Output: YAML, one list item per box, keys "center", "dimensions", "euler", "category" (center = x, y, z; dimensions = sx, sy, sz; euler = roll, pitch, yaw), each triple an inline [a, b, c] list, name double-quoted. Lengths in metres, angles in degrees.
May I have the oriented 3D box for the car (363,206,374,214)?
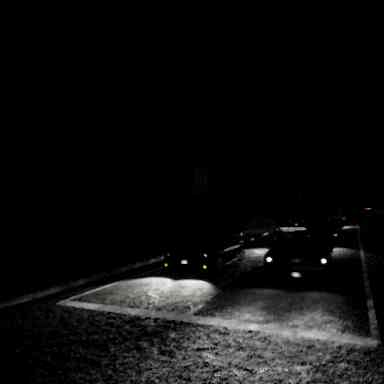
- center: [34.943, 3.494, 65.927]
  dimensions: [2.128, 1.511, 4.902]
  euler: [-3, -3, 28]
  category: "car"

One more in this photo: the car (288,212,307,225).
- center: [11.221, 2.837, 34.476]
  dimensions: [2.033, 1.411, 5.357]
  euler: [-3, -3, 26]
  category: "car"

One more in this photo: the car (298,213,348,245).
- center: [7.947, 2.245, 19.833]
  dimensions: [2.033, 1.411, 5.357]
  euler: [-3, -3, 26]
  category: "car"

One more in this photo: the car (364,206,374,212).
- center: [39.907, 3.761, 75.052]
  dimensions: [1.895, 1.301, 4.718]
  euler: [-4, -3, 29]
  category: "car"

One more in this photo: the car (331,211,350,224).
- center: [15.043, 2.673, 34.319]
  dimensions: [1.812, 1.442, 4.674]
  euler: [-3, -3, 26]
  category: "car"

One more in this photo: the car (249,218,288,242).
- center: [4.336, 2.378, 20.400]
  dimensions: [1.812, 1.442, 4.674]
  euler: [-3, -3, 26]
  category: "car"

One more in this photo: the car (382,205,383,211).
- center: [42.937, 3.481, 73.320]
  dimensions: [1.812, 1.442, 4.674]
  euler: [-4, -3, 29]
  category: "car"

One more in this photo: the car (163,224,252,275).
- center: [0.613, 2.178, 12.762]
  dimensions: [1.994, 1.385, 4.181]
  euler: [-3, -3, 26]
  category: "car"

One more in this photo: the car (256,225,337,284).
- center: [3.714, 2.028, 11.140]
  dimensions: [1.895, 1.301, 4.718]
  euler: [-3, -3, 23]
  category: "car"

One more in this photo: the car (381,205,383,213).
- center: [38.045, 3.283, 64.320]
  dimensions: [1.837, 1.490, 4.892]
  euler: [-3, -3, 28]
  category: "car"
